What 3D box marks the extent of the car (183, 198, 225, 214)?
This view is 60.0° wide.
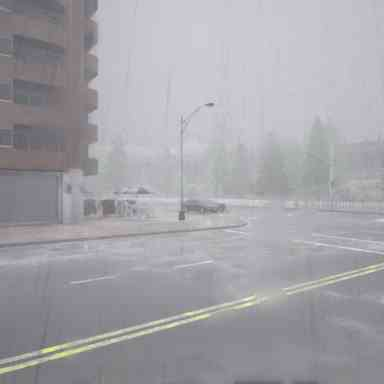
[{"bbox_3d":[0.868,1.448,34.310,1.837,1.490,4.892,0,0,-35],"label":"car"}]

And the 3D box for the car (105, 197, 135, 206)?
[{"bbox_3d":[-11.586,1.545,53.406,4.718,1.301,1.895,0,0,29],"label":"car"}]

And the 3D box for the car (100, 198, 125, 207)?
[{"bbox_3d":[-11.324,1.545,49.134,4.718,1.301,1.895,0,0,34],"label":"car"}]
